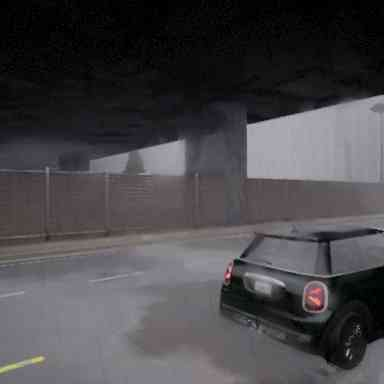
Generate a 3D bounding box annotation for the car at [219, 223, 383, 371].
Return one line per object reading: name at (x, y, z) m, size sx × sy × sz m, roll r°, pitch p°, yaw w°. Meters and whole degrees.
car at (2.716, 1.371, 5.967) m, size 4.553 × 1.767 × 2.097 m, roll 0°, pitch 0°, yaw -36°
